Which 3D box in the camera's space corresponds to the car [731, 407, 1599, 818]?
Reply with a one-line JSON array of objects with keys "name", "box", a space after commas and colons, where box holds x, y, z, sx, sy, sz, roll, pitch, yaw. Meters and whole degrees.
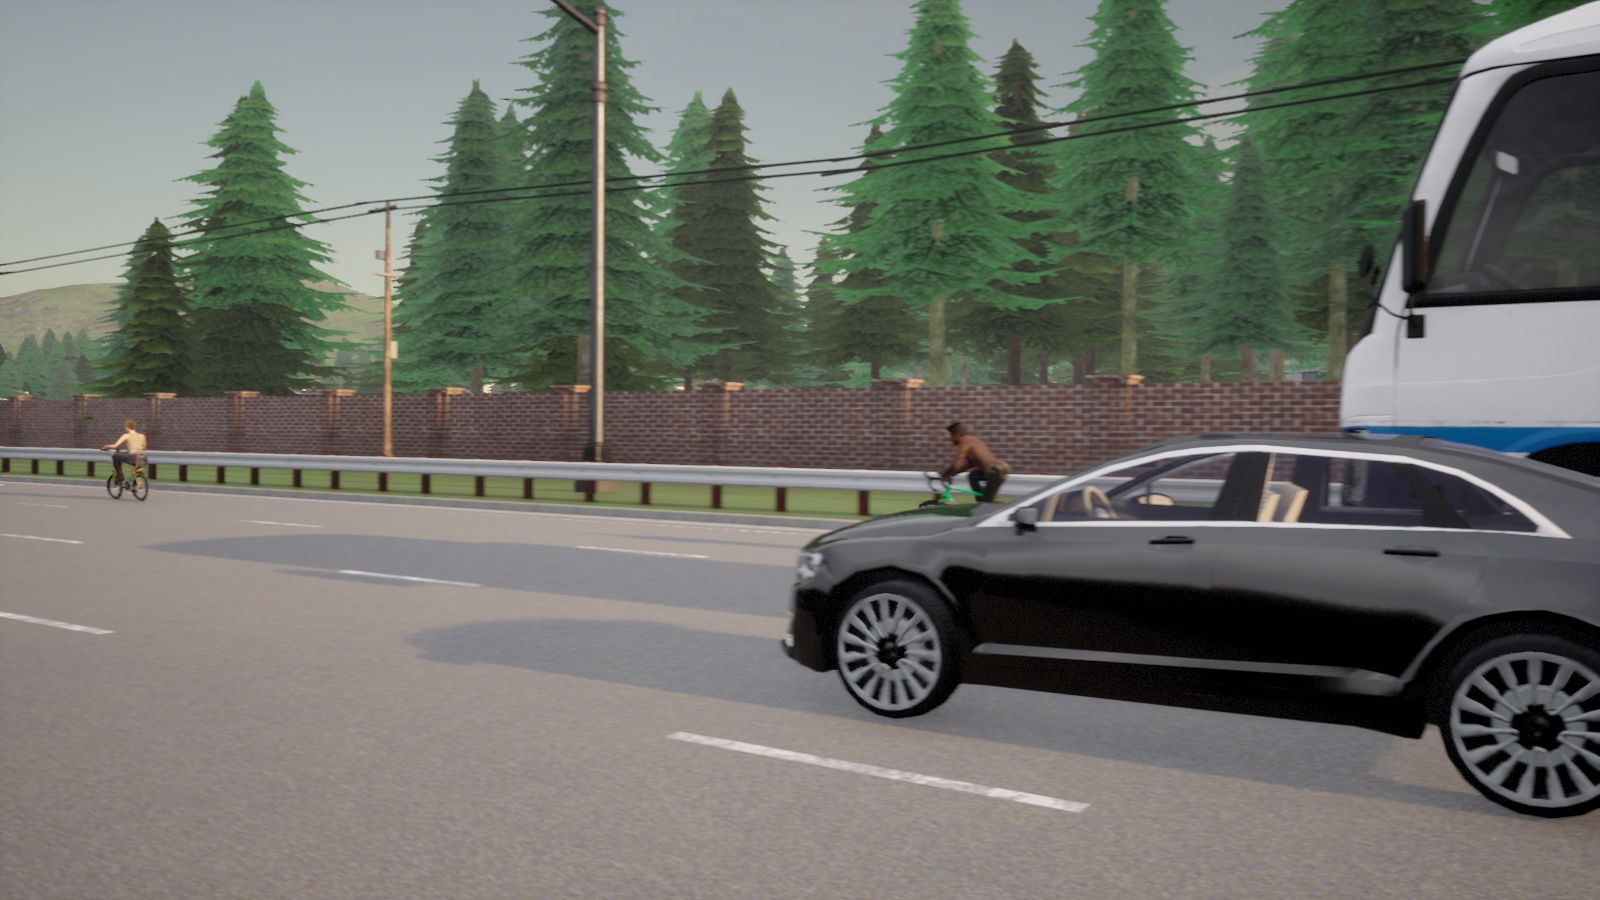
[{"name": "car", "box": [2.264, 0.580, 6.316, 4.902, 1.511, 2.128, 0, 1, 33]}]

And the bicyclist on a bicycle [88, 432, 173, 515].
[{"name": "bicyclist on a bicycle", "box": [-13.334, 0.451, 25.014, 1.509, 1.612, 0.866, 0, 1, 34]}]

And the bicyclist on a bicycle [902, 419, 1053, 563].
[{"name": "bicyclist on a bicycle", "box": [2.086, 0.462, 14.826, 1.656, 1.620, 0.582, 0, 1, 33]}]

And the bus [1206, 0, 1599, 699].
[{"name": "bus", "box": [7.942, -0.812, 6.730, 10.273, 4.253, 3.944, 0, 1, 33]}]
